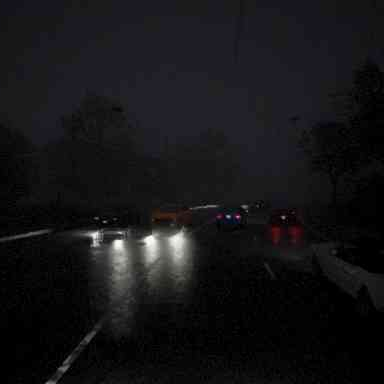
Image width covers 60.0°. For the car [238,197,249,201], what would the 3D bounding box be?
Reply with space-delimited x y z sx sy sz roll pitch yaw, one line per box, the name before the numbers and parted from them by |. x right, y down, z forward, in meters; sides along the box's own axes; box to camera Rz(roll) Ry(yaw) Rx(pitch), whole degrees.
car | 9.910 1.685 60.667 2.128 1.511 4.902 0 0 31

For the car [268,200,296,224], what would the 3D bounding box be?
car | 7.061 1.626 25.925 1.812 1.442 4.674 0 0 14

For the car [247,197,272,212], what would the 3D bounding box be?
car | 8.639 1.713 41.862 1.994 1.385 4.181 0 0 22

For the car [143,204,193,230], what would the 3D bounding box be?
car | -1.255 1.532 21.632 1.882 1.535 5.008 0 0 12

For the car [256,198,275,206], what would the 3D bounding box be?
car | 13.154 1.811 59.388 1.895 1.301 4.718 0 0 31

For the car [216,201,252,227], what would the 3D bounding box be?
car | 2.868 1.624 23.528 2.033 1.411 5.357 0 0 13

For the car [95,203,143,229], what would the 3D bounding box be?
car | -4.703 1.547 22.167 1.837 1.490 4.892 0 0 12

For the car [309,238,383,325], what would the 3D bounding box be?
car | 3.982 1.633 7.037 1.895 1.301 4.718 0 0 4
